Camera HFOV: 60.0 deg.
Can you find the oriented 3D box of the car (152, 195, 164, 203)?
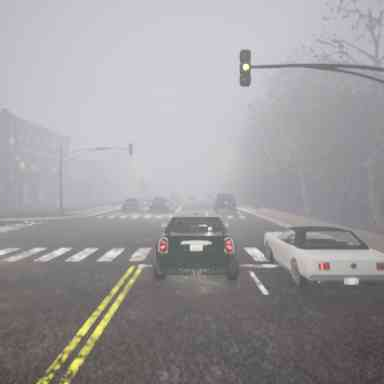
[{"bbox_3d":[-6.517,1.354,63.969,1.812,1.442,4.674,0,0,0],"label":"car"}]

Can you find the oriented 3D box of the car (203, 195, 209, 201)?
[{"bbox_3d":[3.254,1.299,66.604,1.882,1.535,5.008,0,0,0],"label":"car"}]

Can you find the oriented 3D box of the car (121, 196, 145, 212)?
[{"bbox_3d":[-6.589,1.408,36.797,1.837,1.490,4.892,0,0,0],"label":"car"}]

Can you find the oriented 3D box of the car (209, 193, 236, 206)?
[{"bbox_3d":[3.353,1.130,35.216,2.150,2.045,5.566,0,0,0],"label":"car"}]

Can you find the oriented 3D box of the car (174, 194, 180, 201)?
[{"bbox_3d":[-3.327,1.419,48.395,2.033,1.411,5.357,0,0,0],"label":"car"}]

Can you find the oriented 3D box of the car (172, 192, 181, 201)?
[{"bbox_3d":[-3.249,1.039,65.934,2.150,2.045,5.566,0,1,0],"label":"car"}]

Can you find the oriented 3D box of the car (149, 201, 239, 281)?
[{"bbox_3d":[0.101,1.327,9.945,2.097,1.767,4.553,0,0,0],"label":"car"}]

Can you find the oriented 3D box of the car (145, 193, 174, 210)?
[{"bbox_3d":[-3.341,1.261,35.252,2.097,1.767,4.553,0,0,0],"label":"car"}]

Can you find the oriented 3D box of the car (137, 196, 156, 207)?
[{"bbox_3d":[-6.576,1.361,48.463,2.128,1.511,4.902,0,0,0],"label":"car"}]

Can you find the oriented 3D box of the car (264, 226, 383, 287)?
[{"bbox_3d":[3.351,1.578,9.192,1.895,1.301,4.718,0,0,0],"label":"car"}]

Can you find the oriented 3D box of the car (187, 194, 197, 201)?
[{"bbox_3d":[0.004,1.346,67.019,1.812,1.442,4.674,0,0,0],"label":"car"}]

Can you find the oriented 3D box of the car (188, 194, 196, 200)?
[{"bbox_3d":[0.005,1.124,77.021,1.837,1.490,4.892,0,0,0],"label":"car"}]
